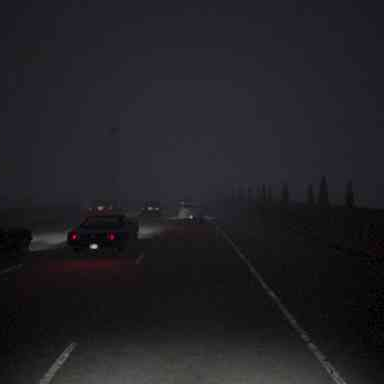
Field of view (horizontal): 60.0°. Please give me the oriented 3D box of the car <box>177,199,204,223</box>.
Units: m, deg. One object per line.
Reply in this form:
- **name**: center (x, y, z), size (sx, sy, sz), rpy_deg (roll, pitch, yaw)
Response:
- **car**: center (-0.111, 1.508, 25.112), size (1.812, 1.442, 4.674), rpy_deg (0, 0, -1)

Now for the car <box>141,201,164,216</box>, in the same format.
- **car**: center (-3.777, 1.525, 31.741), size (2.033, 1.411, 5.357), rpy_deg (0, 0, -2)

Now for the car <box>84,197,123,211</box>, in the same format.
- **car**: center (-7.186, 1.332, 28.012), size (2.097, 1.767, 4.553), rpy_deg (0, 0, -1)

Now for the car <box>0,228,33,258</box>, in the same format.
- **car**: center (-6.904, 1.594, 10.395), size (1.895, 1.301, 4.718), rpy_deg (0, 0, 0)

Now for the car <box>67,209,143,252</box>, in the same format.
- **car**: center (-3.421, 1.591, 13.770), size (1.895, 1.301, 4.718), rpy_deg (0, 0, 0)

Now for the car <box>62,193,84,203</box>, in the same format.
- **car**: center (-18.469, 1.182, 52.138), size (2.150, 2.045, 5.566), rpy_deg (0, 0, -2)

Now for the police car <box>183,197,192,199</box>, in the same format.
- **police car**: center (-0.561, 1.474, 41.749), size (2.038, 1.542, 4.974), rpy_deg (0, 0, -2)
